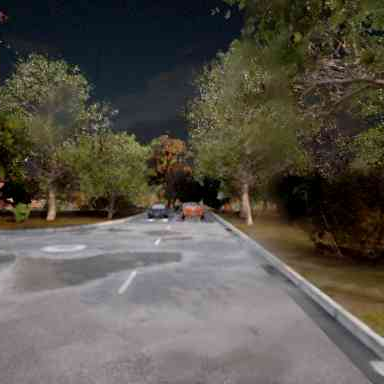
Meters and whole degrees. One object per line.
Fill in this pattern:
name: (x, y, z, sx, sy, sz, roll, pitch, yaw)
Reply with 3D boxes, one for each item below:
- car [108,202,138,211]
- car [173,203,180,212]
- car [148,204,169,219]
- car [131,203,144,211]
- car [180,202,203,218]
car: (-12.295, 2.539, 59.363, 4.892, 1.490, 1.837, 0, -2, 11)
car: (-1.502, 2.326, 50.946, 1.994, 1.385, 4.181, 1, -2, -20)
car: (-3.348, 1.935, 34.117, 1.812, 1.442, 4.674, 0, -1, 0)
car: (-10.753, 2.119, 55.409, 5.566, 2.045, 2.150, -1, -3, 18)
car: (0.096, 1.774, 34.741, 2.097, 1.767, 4.553, 0, -1, 0)
